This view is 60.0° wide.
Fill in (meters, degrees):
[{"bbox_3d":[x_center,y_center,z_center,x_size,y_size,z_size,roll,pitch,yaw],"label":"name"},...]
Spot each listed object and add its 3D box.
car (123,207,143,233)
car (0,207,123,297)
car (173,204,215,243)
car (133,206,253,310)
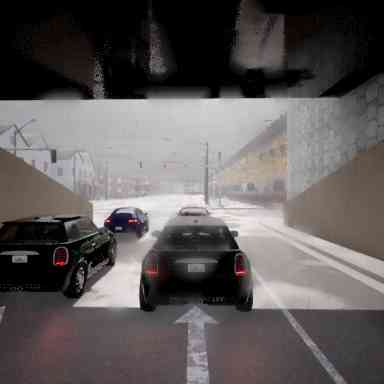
[{"bbox_3d":[-3.411,1.526,17.769,1.812,1.442,4.674,0,0,0],"label":"car"},{"bbox_3d":[-3.414,1.352,8.718,2.097,1.767,4.553,0,0,0],"label":"car"},{"bbox_3d":[0.089,1.478,17.223,1.882,1.535,5.008,0,0,0],"label":"car"},{"bbox_3d":[0.080,1.352,7.955,2.097,1.767,4.553,0,0,0],"label":"car"}]
